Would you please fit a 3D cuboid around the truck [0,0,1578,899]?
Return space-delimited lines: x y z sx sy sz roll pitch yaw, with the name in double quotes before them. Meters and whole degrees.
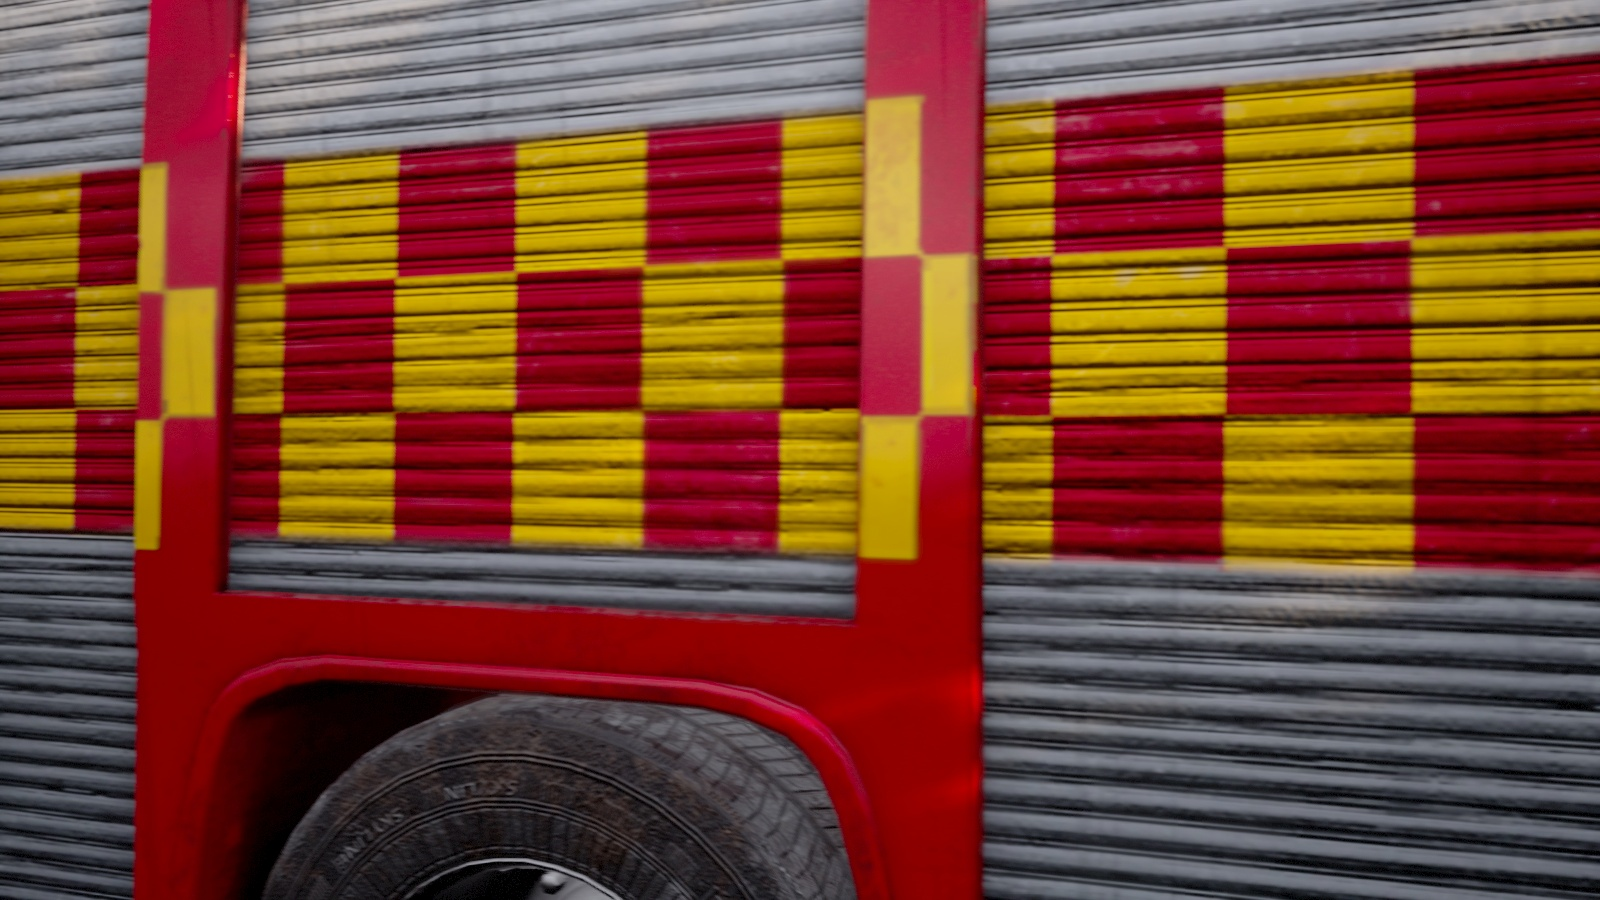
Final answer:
"truck" -2.706 -0.375 4.091 8.468 3.827 2.891 1 -1 18
